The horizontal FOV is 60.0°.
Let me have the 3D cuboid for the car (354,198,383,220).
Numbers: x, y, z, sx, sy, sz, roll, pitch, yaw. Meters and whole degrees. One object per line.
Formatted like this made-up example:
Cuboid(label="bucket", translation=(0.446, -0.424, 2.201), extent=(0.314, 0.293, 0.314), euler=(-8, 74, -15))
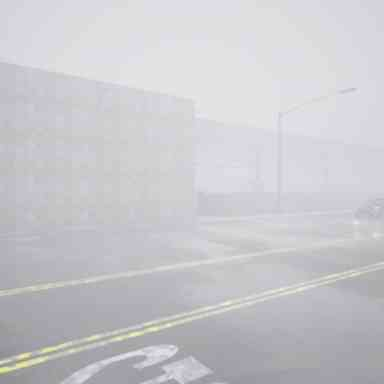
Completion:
Cuboid(label="car", translation=(15.630, 1.334, 28.028), extent=(4.553, 1.767, 2.097), euler=(0, 0, -35))
